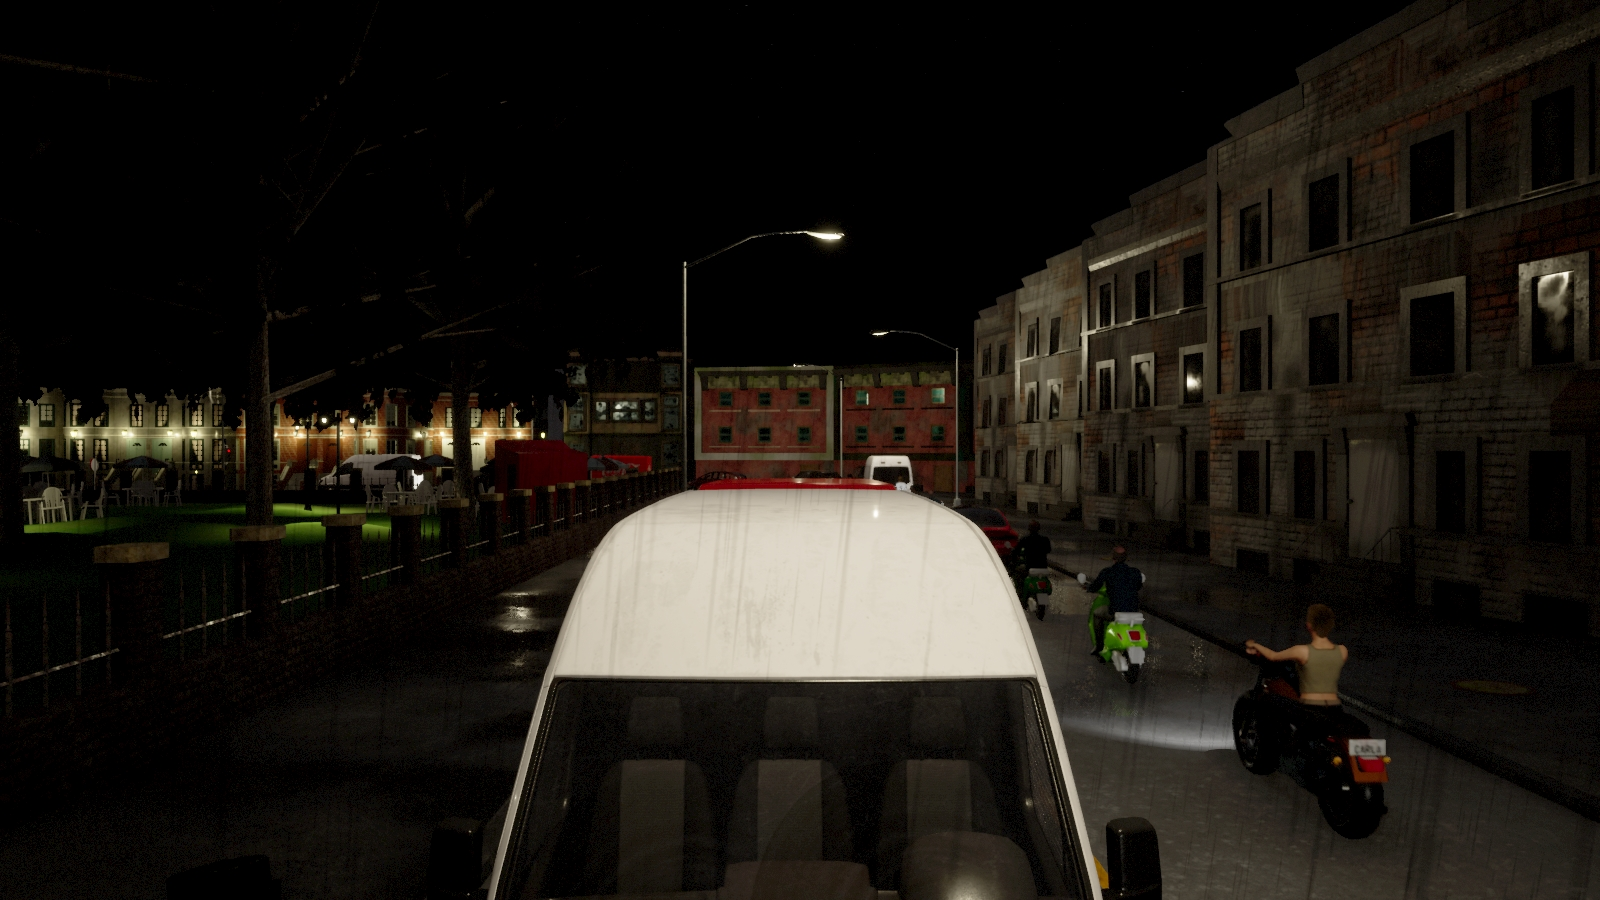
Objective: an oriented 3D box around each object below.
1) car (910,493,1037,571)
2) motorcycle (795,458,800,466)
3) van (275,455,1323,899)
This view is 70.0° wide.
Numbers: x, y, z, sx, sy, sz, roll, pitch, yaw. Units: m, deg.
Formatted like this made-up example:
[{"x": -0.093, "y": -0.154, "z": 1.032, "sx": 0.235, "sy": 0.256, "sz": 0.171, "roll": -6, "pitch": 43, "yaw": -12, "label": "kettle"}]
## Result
[{"x": 3.921, "y": 1.841, "z": 26.716, "sx": 2.231, "sy": 1.480, "sz": 4.892, "roll": 0, "pitch": 0, "yaw": 0, "label": "car"}, {"x": -0.384, "y": 1.962, "z": 183.190, "sx": 0.856, "sy": 1.236, "sz": 1.805, "roll": 0, "pitch": 0, "yaw": 0, "label": "motorcycle"}, {"x": -0.006, "y": 1.314, "z": 5.127, "sx": 1.988, "sy": 2.561, "sz": 5.915, "roll": 0, "pitch": 0, "yaw": 0, "label": "van"}]
